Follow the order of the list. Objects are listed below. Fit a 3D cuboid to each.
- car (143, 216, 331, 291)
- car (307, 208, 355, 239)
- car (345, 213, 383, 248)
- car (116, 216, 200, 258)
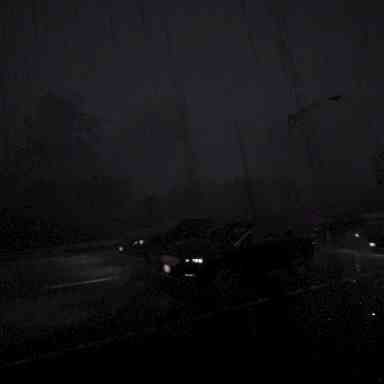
[{"bbox_3d":[1.411,1.579,9.283,4.902,1.511,2.128,1,-1,-35],"label":"car"},{"bbox_3d":[7.419,1.665,17.807,5.008,1.535,1.882,0,0,-35],"label":"car"},{"bbox_3d":[9.476,1.735,14.975,5.357,1.411,2.033,0,0,-35],"label":"car"},{"bbox_3d":[-0.432,1.616,12.266,4.674,1.442,1.812,1,-1,-35],"label":"car"}]
